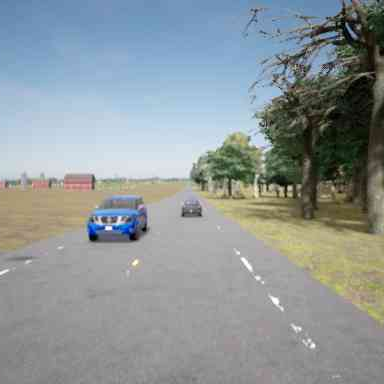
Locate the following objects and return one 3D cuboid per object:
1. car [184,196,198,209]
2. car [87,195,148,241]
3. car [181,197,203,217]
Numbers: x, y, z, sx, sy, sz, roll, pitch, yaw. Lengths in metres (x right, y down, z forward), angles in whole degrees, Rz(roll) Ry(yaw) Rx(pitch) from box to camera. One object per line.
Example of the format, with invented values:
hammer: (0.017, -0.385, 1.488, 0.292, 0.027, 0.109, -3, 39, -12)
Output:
car: (-0.093, 1.376, 45.031, 1.812, 1.442, 4.674, 0, 1, 0)
car: (-3.567, 1.194, 16.968, 2.150, 2.045, 5.566, 0, 0, 0)
car: (-0.026, 1.425, 31.089, 2.128, 1.511, 4.902, 0, 0, 0)
